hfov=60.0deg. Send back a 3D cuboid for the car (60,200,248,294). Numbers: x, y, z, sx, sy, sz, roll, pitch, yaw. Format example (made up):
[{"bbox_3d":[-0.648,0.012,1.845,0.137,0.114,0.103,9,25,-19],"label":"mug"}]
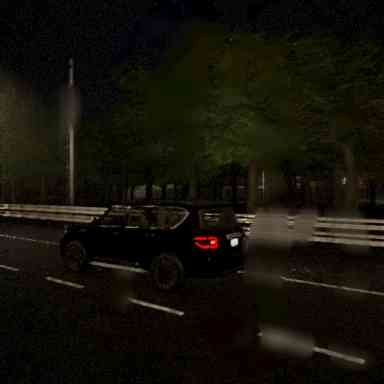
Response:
[{"bbox_3d":[-1.228,1.231,9.046,5.566,2.045,2.150,0,0,36],"label":"car"}]
